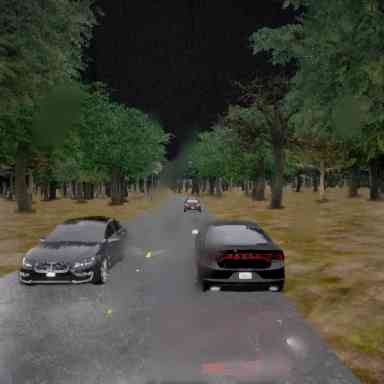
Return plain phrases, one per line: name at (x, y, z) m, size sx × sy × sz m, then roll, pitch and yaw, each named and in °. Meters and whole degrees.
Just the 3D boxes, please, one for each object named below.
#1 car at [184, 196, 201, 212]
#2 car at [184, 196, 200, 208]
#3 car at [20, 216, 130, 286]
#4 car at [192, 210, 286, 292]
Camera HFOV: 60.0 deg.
car at (0.047, 1.453, 37.048) m, size 1.812 × 1.442 × 4.674 m, roll 0°, pitch 0°, yaw 0°
car at (-0.029, 1.368, 47.170) m, size 2.128 × 1.511 × 4.902 m, roll 0°, pitch 0°, yaw 0°
car at (-3.015, 1.504, 9.526) m, size 1.837 × 1.490 × 4.892 m, roll 0°, pitch 0°, yaw 0°
car at (1.036, 1.477, 8.956) m, size 1.882 × 1.535 × 5.008 m, roll 0°, pitch 0°, yaw 0°
